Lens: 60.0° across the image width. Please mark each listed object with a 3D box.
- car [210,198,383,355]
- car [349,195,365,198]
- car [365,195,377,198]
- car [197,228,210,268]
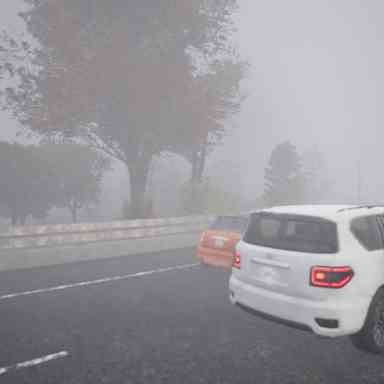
[{"bbox_3d":[3.172,1.243,6.409,5.566,2.045,2.150,0,0,-39],"label":"car"},{"bbox_3d":[40.131,1.569,82.174,1.837,1.490,4.892,0,0,3],"label":"car"},{"bbox_3d":[43.614,1.577,81.831,2.128,1.511,4.902,0,0,3],"label":"car"},{"bbox_3d":[2.388,1.398,10.350,4.553,1.767,2.097,0,0,-39],"label":"car"}]
